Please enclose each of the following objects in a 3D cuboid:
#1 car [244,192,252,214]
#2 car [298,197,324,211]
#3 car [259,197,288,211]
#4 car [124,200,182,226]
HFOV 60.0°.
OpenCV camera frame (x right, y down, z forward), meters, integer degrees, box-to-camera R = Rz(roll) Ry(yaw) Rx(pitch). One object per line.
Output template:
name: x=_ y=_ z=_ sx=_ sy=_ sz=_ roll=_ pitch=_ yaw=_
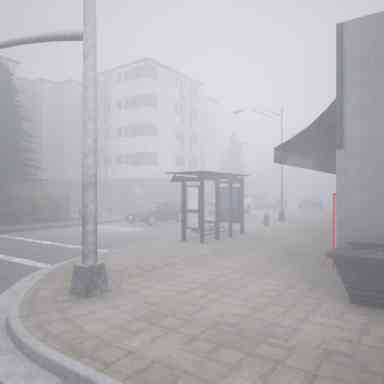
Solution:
car: x=3.544 y=1.045 z=30.373 sx=2.150 sy=2.045 sz=5.566 roll=0 pitch=0 yaw=36
car: x=13.719 y=1.328 z=38.218 sx=1.837 sy=1.490 sz=4.892 roll=0 pitch=0 yaw=36
car: x=9.488 y=1.301 z=38.587 sx=1.882 sy=1.535 sz=5.008 roll=0 pitch=0 yaw=36
car: x=-2.342 y=1.328 z=22.191 sx=1.837 sy=1.490 sz=4.892 roll=0 pitch=0 yaw=36
